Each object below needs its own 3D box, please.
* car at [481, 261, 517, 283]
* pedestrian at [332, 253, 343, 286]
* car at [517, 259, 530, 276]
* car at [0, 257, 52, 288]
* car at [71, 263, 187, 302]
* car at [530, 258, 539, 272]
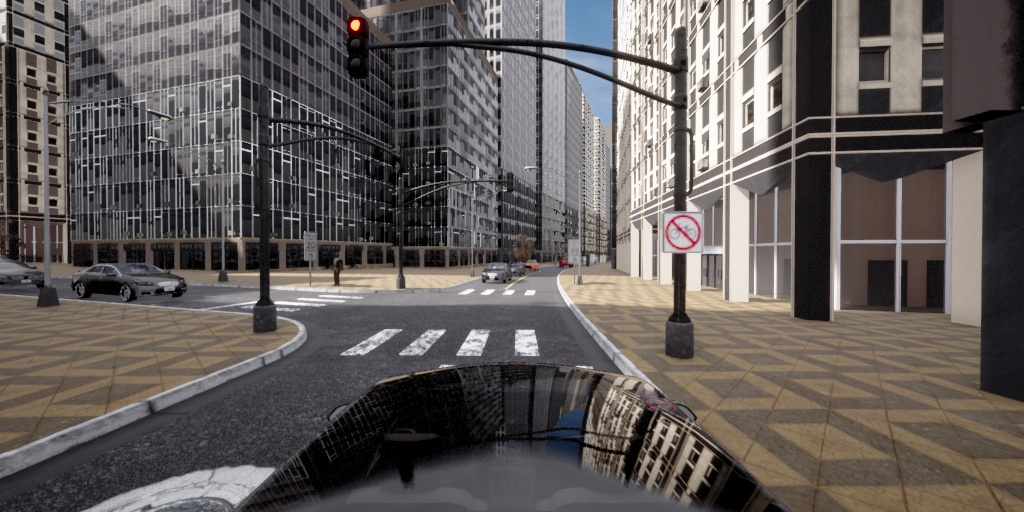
[{"bbox_3d":[-1.116,1.275,28.193,2.128,1.511,4.902,0,0,7],"label":"car"},{"bbox_3d":[-9.523,0.716,19.461,0.375,1.860,0.375,0,0,16],"label":"pedestrian"},{"bbox_3d":[0.318,1.313,38.255,2.128,1.511,4.902,0,0,9],"label":"car"},{"bbox_3d":[-25.930,0.940,18.160,4.674,1.442,1.812,1,1,17],"label":"car"},{"bbox_3d":[-16.369,1.043,15.363,4.902,1.511,2.128,1,1,16],"label":"car"},{"bbox_3d":[2.467,1.230,49.680,2.097,1.767,4.553,0,0,12],"label":"car"}]
